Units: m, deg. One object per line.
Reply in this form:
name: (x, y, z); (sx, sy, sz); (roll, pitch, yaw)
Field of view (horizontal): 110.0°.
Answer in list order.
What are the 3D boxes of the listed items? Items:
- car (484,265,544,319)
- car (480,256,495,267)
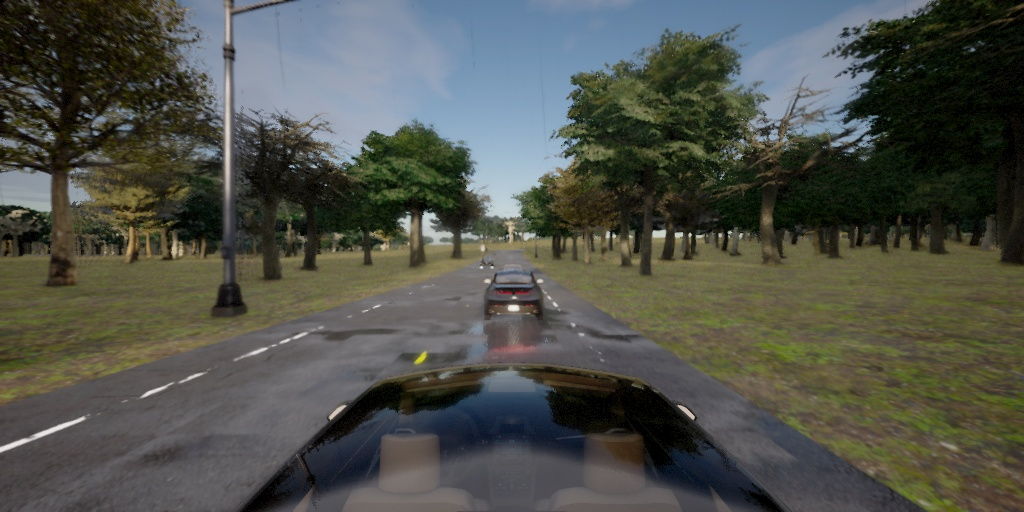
car: (0.066, 1.223, 12.557); (1.837, 1.490, 4.892); (0, 0, 0)
car: (-3.577, 0.736, 52.652); (1.837, 1.490, 4.892); (0, 1, 0)
